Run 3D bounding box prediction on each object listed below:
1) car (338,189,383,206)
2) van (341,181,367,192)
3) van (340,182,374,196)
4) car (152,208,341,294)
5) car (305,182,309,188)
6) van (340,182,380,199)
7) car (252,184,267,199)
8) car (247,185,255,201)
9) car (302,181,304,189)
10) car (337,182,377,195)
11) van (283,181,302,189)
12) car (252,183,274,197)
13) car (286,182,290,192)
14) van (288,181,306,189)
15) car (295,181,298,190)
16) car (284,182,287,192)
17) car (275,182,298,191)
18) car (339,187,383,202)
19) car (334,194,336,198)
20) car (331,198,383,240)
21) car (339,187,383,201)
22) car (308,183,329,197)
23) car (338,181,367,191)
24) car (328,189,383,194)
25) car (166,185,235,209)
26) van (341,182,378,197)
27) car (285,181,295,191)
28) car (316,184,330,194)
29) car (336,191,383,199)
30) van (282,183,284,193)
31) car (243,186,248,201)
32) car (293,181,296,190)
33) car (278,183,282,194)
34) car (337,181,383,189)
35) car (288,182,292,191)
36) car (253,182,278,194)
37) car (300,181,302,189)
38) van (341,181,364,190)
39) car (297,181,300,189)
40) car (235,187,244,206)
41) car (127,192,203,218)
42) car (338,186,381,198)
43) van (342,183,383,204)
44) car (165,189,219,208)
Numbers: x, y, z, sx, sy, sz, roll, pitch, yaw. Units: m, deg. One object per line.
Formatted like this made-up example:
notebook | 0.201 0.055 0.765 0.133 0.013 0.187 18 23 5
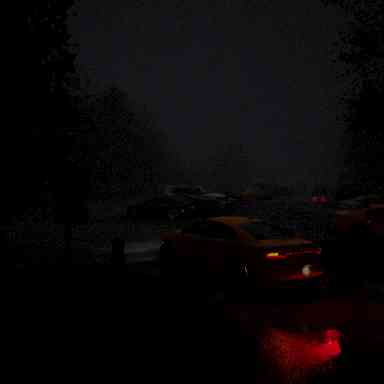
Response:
car | 16.667 0.495 31.961 4.792 1.488 2.163 1 3 24
van | 31.582 -1.048 64.833 4.442 1.987 1.878 1 2 24
van | 24.517 -0.482 49.659 4.442 1.987 1.878 1 2 24
car | 0.934 1.364 8.580 1.882 1.535 5.008 2 -1 -31
car | 26.377 -1.850 85.395 5.566 2.045 2.435 1 2 24
van | 21.118 -0.196 42.063 4.442 1.987 1.878 1 2 24
car | 5.790 0.129 40.047 5.366 1.575 1.946 1 3 24
car | 3.468 0.369 34.876 5.366 1.575 1.946 1 3 24
car | 22.939 -1.316 77.824 5.008 1.535 2.097 1 2 24
car | 25.731 -0.600 52.147 5.566 2.045 2.435 1 2 24
van | 25.109 -1.733 82.923 4.442 1.987 1.878 1 2 24
car | 7.214 0.027 42.314 5.366 1.575 1.946 1 3 24
car | 13.830 -0.531 57.583 4.792 1.488 2.163 1 2 24
van | 28.510 -1.942 90.505 4.442 1.987 1.878 1 1 24
car | 18.394 -0.937 67.698 4.892 1.521 2.231 1 2 24
car | 12.694 -0.437 55.052 4.792 1.488 2.163 1 2 24
car | 20.643 -1.253 72.767 4.553 1.767 2.185 1 2 24
car | 19.037 0.263 37.102 4.792 1.488 2.163 1 3 24
car | 11.000 1.087 19.339 4.792 1.488 2.163 1 3 24
car | 8.805 1.289 14.390 5.008 1.535 2.097 1 3 24
car | 20.117 0.161 39.508 4.792 1.488 2.163 1 2 24
car | 18.243 -0.166 47.467 2.128 1.511 4.902 1 2 24
car | 34.850 -1.359 72.469 5.566 2.045 2.435 1 2 24
car | 13.124 0.815 24.451 5.366 1.575 1.946 1 3 24
car | 0.255 0.480 27.186 5.566 2.045 2.435 1 3 24
van | 23.596 -0.384 47.037 4.442 1.987 1.878 1 2 24
car | 15.959 -0.755 62.709 5.366 1.575 1.946 1 2 24
car | 22.457 -0.530 56.856 1.882 1.535 5.008 1 2 24
car | 9.972 1.046 16.895 4.553 1.767 2.185 1 3 24
van | 11.691 -0.595 52.451 4.442 1.987 1.878 1 2 24
car | 2.508 0.494 32.268 4.892 1.521 2.231 1 3 24
car | 17.270 -0.843 65.162 4.892 1.521 2.231 1 2 24
car | 10.475 -0.247 49.965 4.792 1.488 2.163 1 2 24
car | 15.585 0.334 29.401 5.566 2.045 2.435 1 3 24
car | 14.966 -0.626 60.115 4.792 1.488 2.163 1 2 24
car | 9.342 -0.305 47.429 4.553 1.767 2.185 1 2 24
car | 21.779 -1.348 75.298 4.553 1.767 2.185 1 2 24
van | 36.116 -1.425 74.937 4.442 1.987 1.878 1 2 24
car | 19.367 -1.039 70.303 5.366 1.575 1.946 1 2 24
car | 1.535 0.612 29.664 5.366 1.575 1.946 1 3 24
car | -2.068 0.997 22.162 4.792 1.488 2.163 1 3 24
car | 22.361 -0.066 44.566 5.008 1.535 2.097 1 2 24
van | 17.983 0.121 34.529 4.442 1.987 1.878 1 3 24
car | -0.901 0.849 24.677 5.008 1.535 2.097 1 3 24
